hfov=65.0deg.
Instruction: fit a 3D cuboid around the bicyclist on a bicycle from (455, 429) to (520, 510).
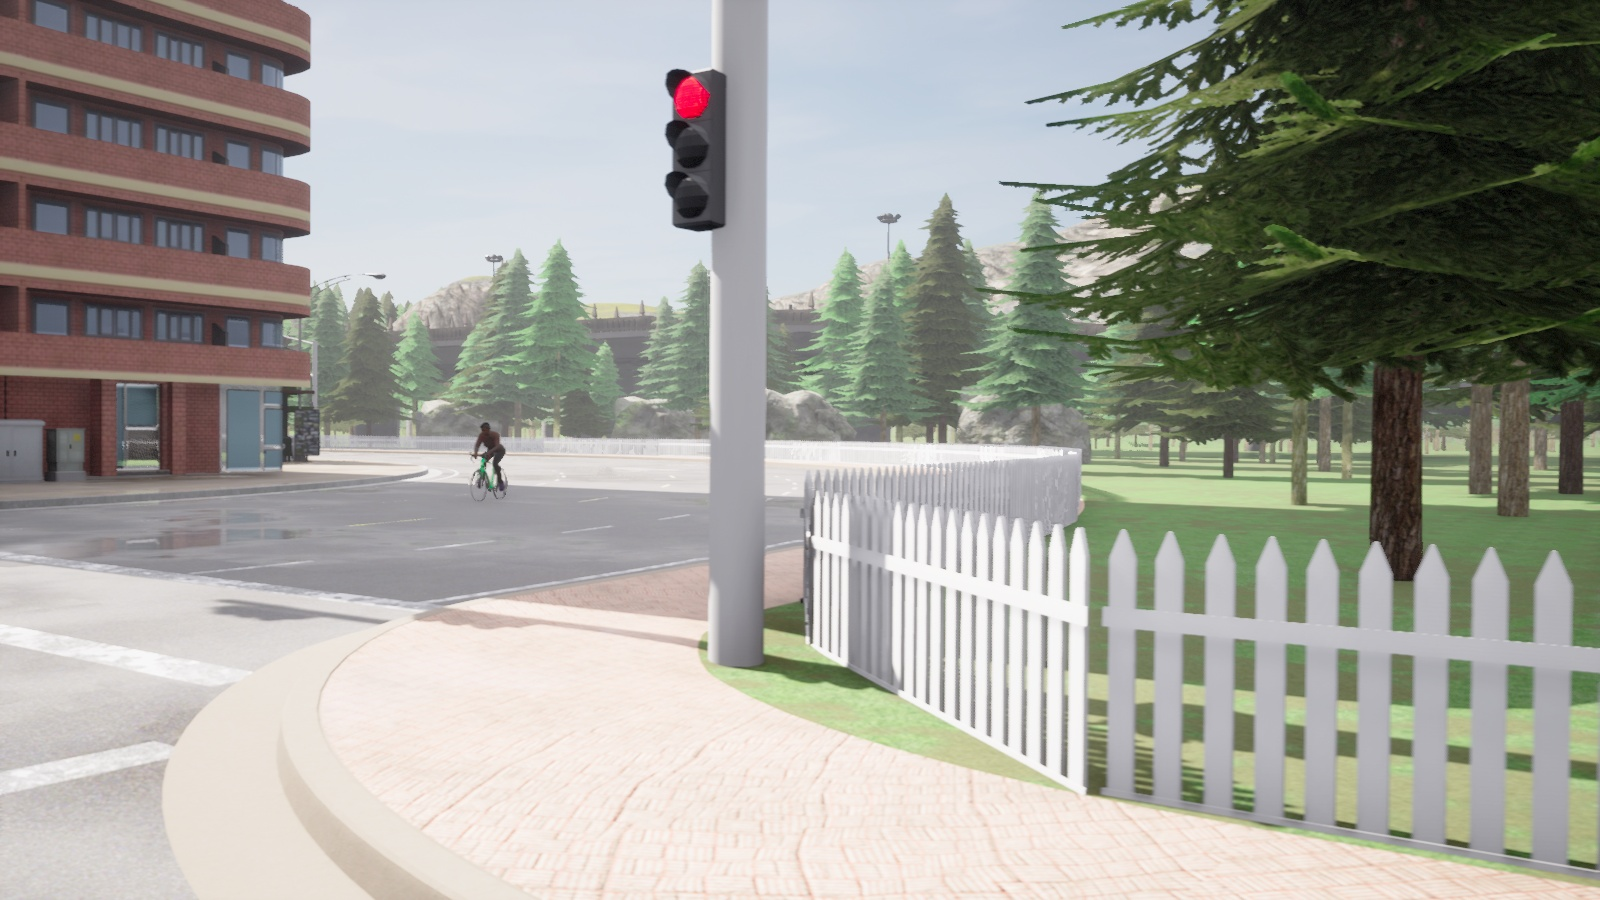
[{"bbox_3d":[-6.409,0.377,25.843,0.582,1.620,1.656,-1,1,12],"label":"bicyclist on a bicycle"}]
